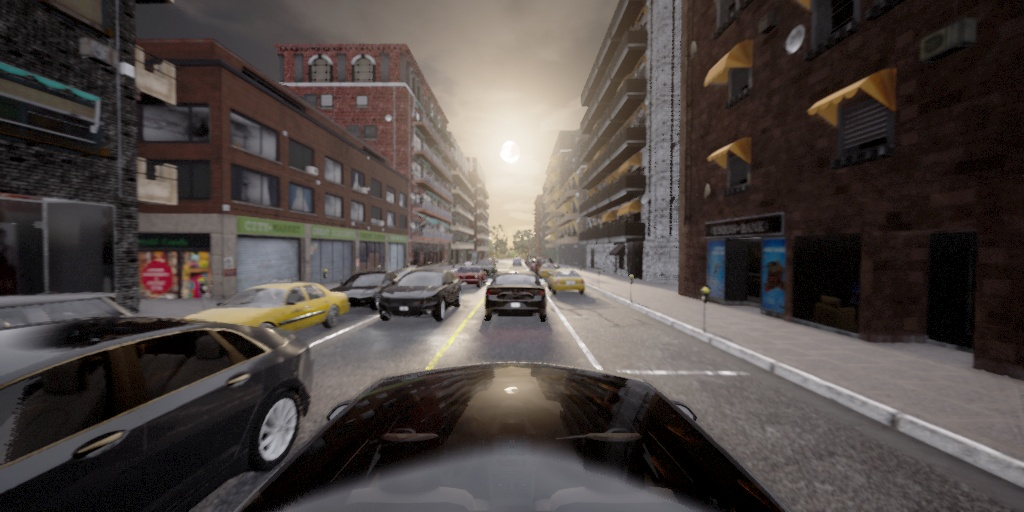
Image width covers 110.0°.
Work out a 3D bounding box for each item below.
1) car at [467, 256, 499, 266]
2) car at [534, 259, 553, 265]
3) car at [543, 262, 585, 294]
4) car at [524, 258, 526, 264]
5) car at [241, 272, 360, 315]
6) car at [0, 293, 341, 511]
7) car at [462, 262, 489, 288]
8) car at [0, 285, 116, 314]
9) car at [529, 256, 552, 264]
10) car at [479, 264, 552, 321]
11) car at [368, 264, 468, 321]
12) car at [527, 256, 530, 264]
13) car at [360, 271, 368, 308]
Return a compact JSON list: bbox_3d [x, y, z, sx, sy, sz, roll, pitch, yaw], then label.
[{"bbox_3d":[-2.553,1.091,33.202,2.097,1.767,4.553,0,0,1],"label":"car"},{"bbox_3d":[3.108,1.243,30.865,1.751,1.417,4.829,0,0,1],"label":"car"},{"bbox_3d":[2.899,1.260,19.818,1.751,1.417,4.829,0,0,1],"label":"car"},{"bbox_3d":[3.591,1.217,63.836,2.007,1.370,4.403,0,0,1],"label":"car"},{"bbox_3d":[-5.619,1.237,8.509,1.751,1.417,4.829,0,0,1],"label":"car"},{"bbox_3d":[-3.120,1.240,2.023,1.837,1.490,4.892,0,0,1],"label":"car"},{"bbox_3d":[-2.791,1.302,23.337,1.895,1.301,4.718,0,0,1],"label":"car"},{"bbox_3d":[-5.699,1.160,3.156,1.967,1.591,4.097,0,0,1],"label":"car"},{"bbox_3d":[3.183,1.023,36.218,2.192,1.841,5.009,0,0,1],"label":"car"},{"bbox_3d":[0.134,1.219,12.474,1.882,1.535,5.008,0,0,1],"label":"car"},{"bbox_3d":[-2.963,1.195,12.508,1.882,1.535,5.008,0,0,1],"label":"car"},{"bbox_3d":[3.343,1.132,47.265,1.967,1.591,4.097,0,0,1],"label":"car"},{"bbox_3d":[-5.534,1.268,14.203,1.948,1.339,4.313,0,0,1],"label":"car"}]
